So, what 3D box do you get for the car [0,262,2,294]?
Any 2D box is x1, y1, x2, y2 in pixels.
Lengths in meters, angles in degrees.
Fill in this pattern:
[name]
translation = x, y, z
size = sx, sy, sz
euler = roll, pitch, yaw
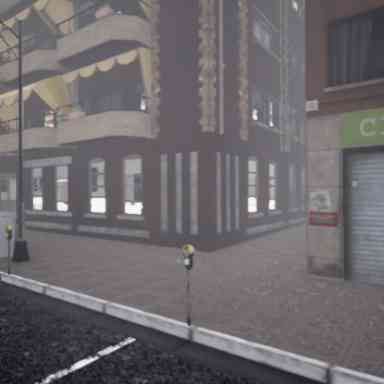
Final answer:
[car]
translation = -5.734, 1.569, 6.966
size = 4.507, 1.381, 1.887
euler = 0, 0, 36
